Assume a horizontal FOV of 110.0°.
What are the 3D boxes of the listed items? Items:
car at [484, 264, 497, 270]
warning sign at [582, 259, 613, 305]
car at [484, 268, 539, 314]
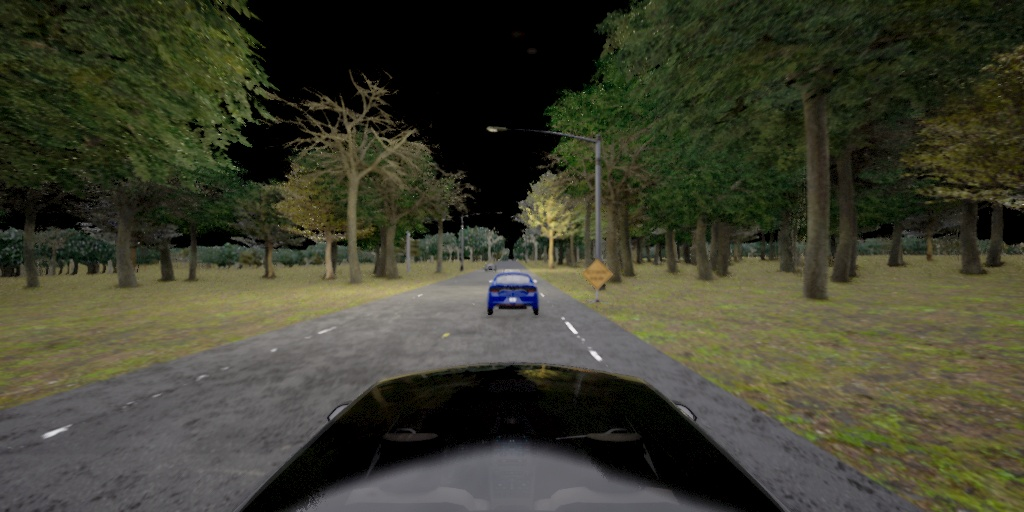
[{"bbox_3d":[-3.562,1.957,59.451,1.994,1.385,4.181,0,0,0],"label":"car"},{"bbox_3d":[3.548,1.045,14.925,1.300,1.860,1.060,0,0,0],"label":"warning sign"},{"bbox_3d":[0.048,1.405,14.707,1.882,1.535,5.008,0,-2,0],"label":"car"}]
